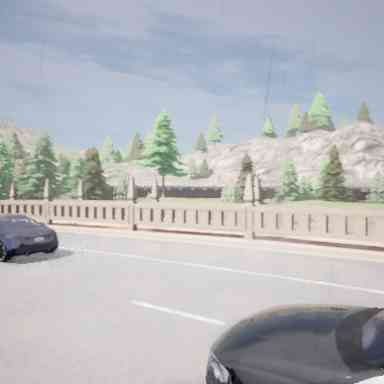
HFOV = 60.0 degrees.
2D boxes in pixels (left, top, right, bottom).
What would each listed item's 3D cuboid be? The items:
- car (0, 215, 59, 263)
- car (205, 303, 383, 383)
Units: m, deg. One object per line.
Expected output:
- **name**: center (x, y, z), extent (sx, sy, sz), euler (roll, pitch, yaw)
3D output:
- **car**: center (-6.765, 1.514, 11.860), extent (4.181, 1.385, 1.994), euler (0, 0, 29)
- **car**: center (2.342, 1.480, 2.133), extent (4.902, 1.511, 2.128), euler (0, 0, 36)
